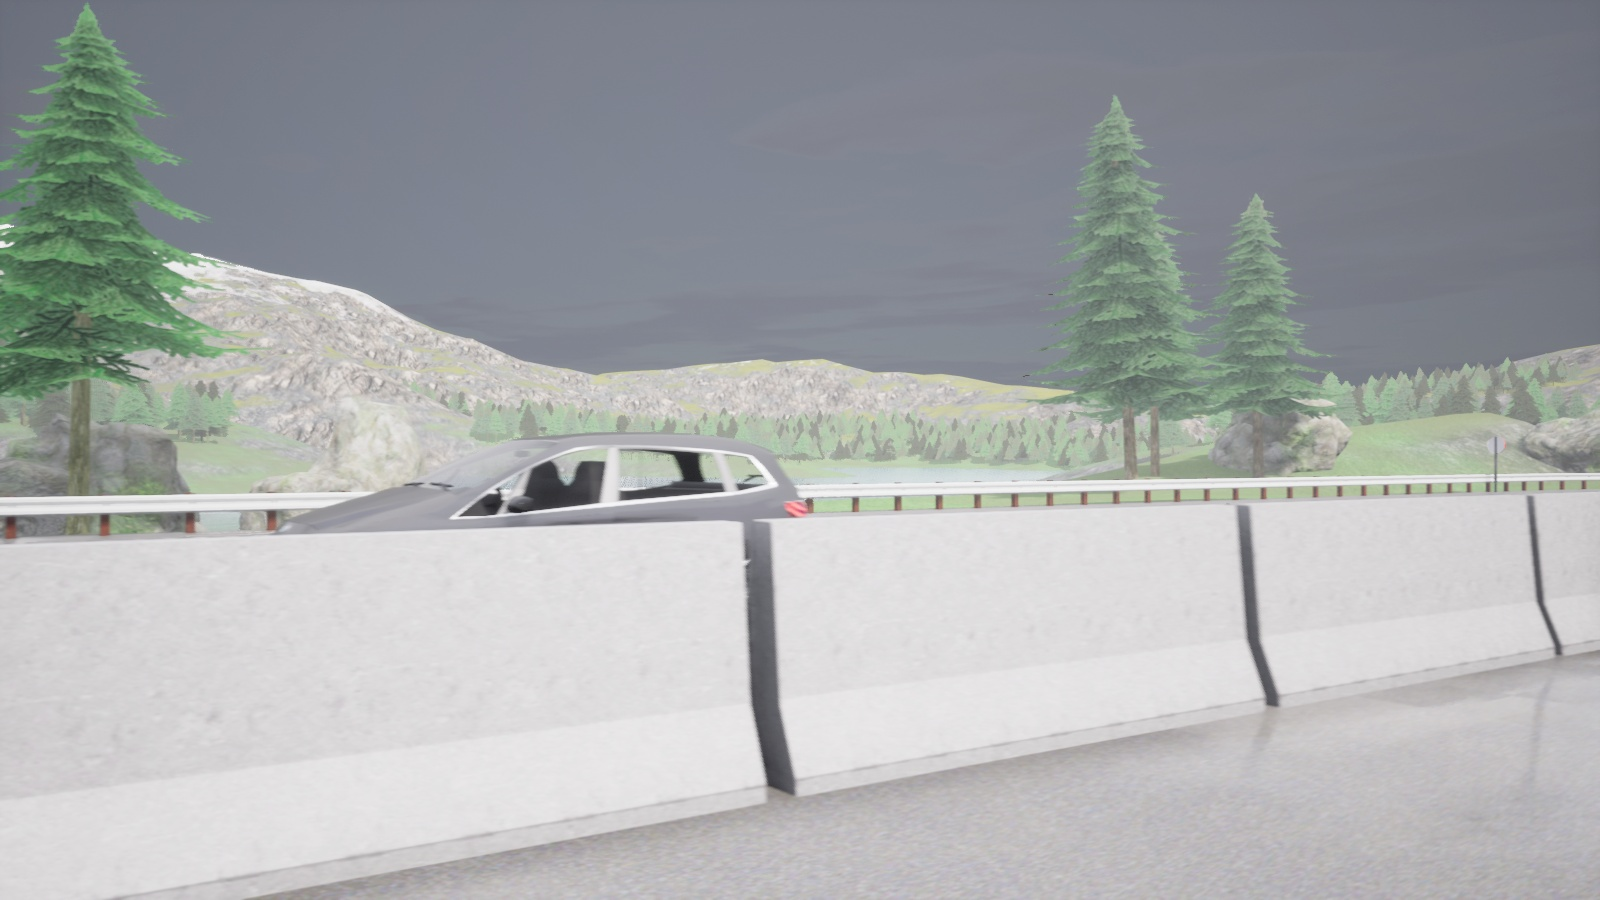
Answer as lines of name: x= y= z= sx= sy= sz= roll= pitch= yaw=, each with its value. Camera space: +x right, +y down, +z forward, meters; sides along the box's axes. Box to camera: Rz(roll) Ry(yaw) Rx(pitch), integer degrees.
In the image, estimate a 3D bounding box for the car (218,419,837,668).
car: x=-2.214 y=0.618 z=10.650 sx=4.611 sy=1.667 sz=2.242 roll=0 pitch=0 yaw=-35
